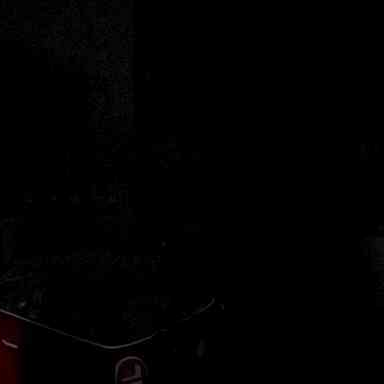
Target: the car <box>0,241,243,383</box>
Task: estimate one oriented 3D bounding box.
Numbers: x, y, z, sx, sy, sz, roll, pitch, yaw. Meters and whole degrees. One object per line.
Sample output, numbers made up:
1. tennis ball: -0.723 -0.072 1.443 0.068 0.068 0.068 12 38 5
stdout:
1. car: -1.555 1.440 4.053 4.097 1.590 1.967 0 0 35
